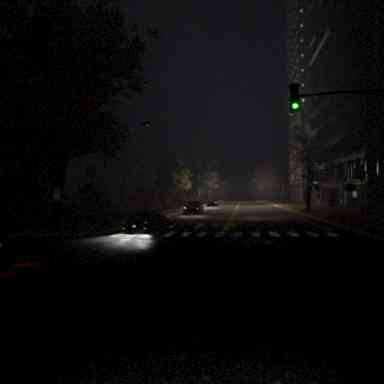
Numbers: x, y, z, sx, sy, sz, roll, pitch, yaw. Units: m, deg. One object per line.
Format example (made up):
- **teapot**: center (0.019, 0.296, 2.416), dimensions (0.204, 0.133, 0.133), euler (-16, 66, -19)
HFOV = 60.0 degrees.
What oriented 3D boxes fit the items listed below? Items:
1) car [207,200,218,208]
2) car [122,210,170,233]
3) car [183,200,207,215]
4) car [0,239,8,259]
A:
- **car**: center (4.061, 2.377, 66.241), dimensions (1.994, 1.385, 4.181), euler (-1, -1, 9)
- **car**: center (-2.996, 1.925, 22.281), dimensions (1.994, 1.385, 4.181), euler (-1, -1, 16)
- **car**: center (0.248, 1.910, 41.422), dimensions (2.097, 1.767, 4.553), euler (-1, -1, 9)
- **car**: center (-9.084, 1.856, 11.023), dimensions (5.357, 1.411, 2.033), euler (0, -3, 4)
